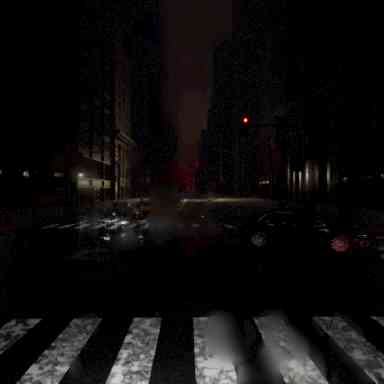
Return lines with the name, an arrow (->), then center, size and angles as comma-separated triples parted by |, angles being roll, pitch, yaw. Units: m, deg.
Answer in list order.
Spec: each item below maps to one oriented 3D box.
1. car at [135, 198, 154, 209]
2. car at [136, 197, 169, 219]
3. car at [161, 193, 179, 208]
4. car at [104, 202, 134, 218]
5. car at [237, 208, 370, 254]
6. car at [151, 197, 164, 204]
car -> -6.627, 1.565, 46.772 | 1.895, 1.301, 4.718 | 0, 0, 0
car -> -3.367, 1.460, 28.686 | 1.882, 1.535, 5.008 | 0, 0, 0
car -> -3.380, 1.187, 46.378 | 2.150, 2.045, 5.566 | 0, 0, 0
car -> -6.622, 1.581, 30.470 | 1.895, 1.301, 4.718 | 0, 0, 0
car -> 4.225, 1.422, 13.083 | 4.892, 1.490, 1.837 | 0, 3, 26
car -> -6.548, 1.586, 63.791 | 1.895, 1.301, 4.718 | 0, 0, 0
